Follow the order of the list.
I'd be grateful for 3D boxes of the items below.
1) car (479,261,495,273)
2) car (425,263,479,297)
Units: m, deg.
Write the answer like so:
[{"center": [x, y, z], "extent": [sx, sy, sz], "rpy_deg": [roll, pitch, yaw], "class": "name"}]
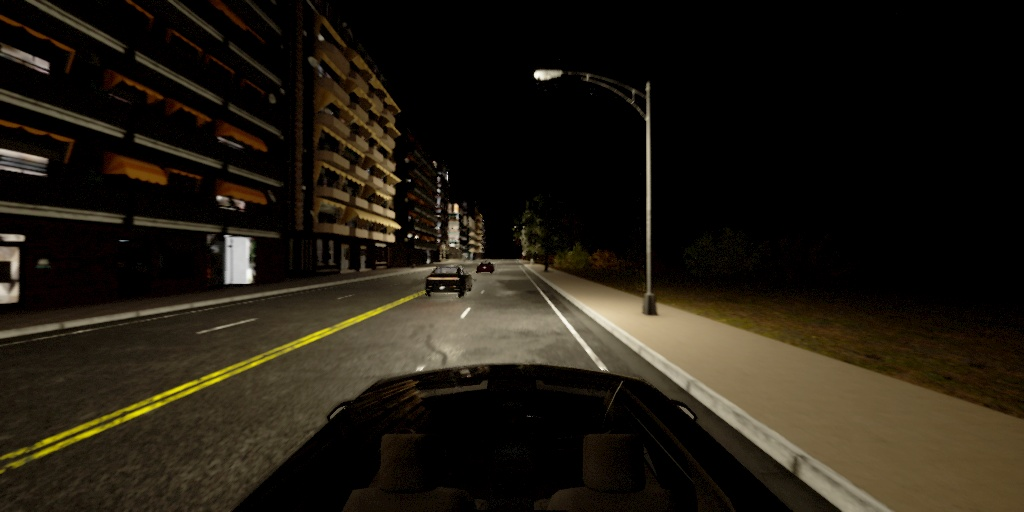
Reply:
[{"center": [-3.170, 1.311, 43.402], "extent": [1.994, 1.385, 4.181], "rpy_deg": [0, 0, 0], "class": "car"}, {"center": [-3.158, 1.241, 18.603], "extent": [2.128, 1.511, 4.902], "rpy_deg": [0, 0, 0], "class": "car"}]
